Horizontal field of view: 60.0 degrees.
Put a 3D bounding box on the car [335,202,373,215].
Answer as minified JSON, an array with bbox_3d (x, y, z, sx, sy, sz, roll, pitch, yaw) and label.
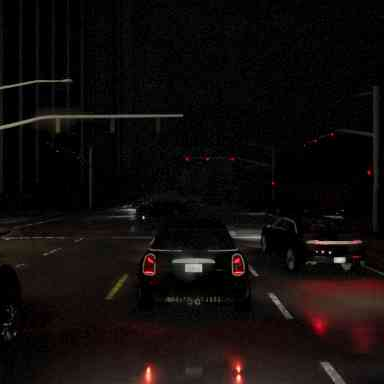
[{"bbox_3d":[16.265,1.603,31.141,5.357,1.411,2.033,0,0,0],"label":"car"}]

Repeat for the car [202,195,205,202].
[{"bbox_3d":[3.352,1.478,75.721,1.882,1.535,5.008,0,0,0],"label":"car"}]

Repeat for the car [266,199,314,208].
[{"bbox_3d":[10.119,1.554,34.616,4.892,1.490,1.837,0,0,0],"label":"car"}]

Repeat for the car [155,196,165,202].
[{"bbox_3d":[-7.146,1.594,74.197,1.895,1.301,4.718,0,0,0],"label":"car"}]

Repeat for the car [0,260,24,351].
[{"bbox_3d":[-3.600,1.352,3.133,2.097,1.767,4.553,0,0,0],"label":"car"}]

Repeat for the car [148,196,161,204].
[{"bbox_3d":[-7.177,1.526,64.154,1.812,1.442,4.674,0,0,0],"label":"car"}]

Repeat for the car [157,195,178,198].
[{"bbox_3d":[-3.689,1.547,50.777,2.033,1.411,5.357,0,0,0],"label":"car"}]

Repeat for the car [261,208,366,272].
[{"bbox_3d":[3.598,1.492,10.763,2.128,1.511,4.902,0,0,-3],"label":"car"}]

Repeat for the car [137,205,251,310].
[{"bbox_3d":[0.042,1.352,7.953,2.097,1.767,4.553,0,0,0],"label":"car"}]

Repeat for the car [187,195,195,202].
[{"bbox_3d":[-0.153,1.478,77.866,1.882,1.535,5.008,0,0,0],"label":"car"}]

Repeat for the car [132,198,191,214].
[{"bbox_3d":[-2.737,1.533,31.062,4.892,1.490,1.837,0,0,0],"label":"car"}]

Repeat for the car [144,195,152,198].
[{"bbox_3d":[-7.185,1.526,46.455,1.812,1.442,4.674,0,0,0],"label":"car"}]

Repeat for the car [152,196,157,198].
[{"bbox_3d":[-7.196,1.352,55.358,2.097,1.767,4.553,0,0,0],"label":"car"}]

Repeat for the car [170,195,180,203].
[{"bbox_3d":[-3.639,1.500,70.490,1.837,1.490,4.892,0,0,0],"label":"car"}]

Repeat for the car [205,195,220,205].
[{"bbox_3d":[3.453,1.505,53.587,1.837,1.490,4.892,0,0,0],"label":"car"}]
